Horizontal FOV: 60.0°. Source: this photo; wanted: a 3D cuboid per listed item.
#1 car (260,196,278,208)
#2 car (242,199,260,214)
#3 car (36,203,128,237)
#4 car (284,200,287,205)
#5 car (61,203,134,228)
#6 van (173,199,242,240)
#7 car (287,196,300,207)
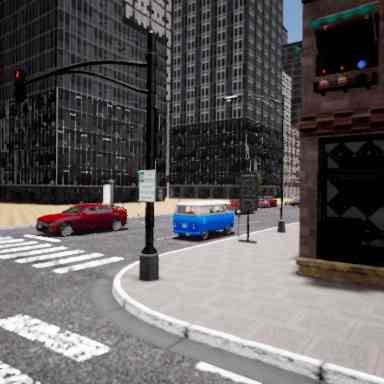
[{"bbox_3d":[9.930,1.285,44.495,1.967,1.590,4.097,1,1,35],"label":"car"},{"bbox_3d":[4.411,1.383,32.262,1.882,1.535,5.008,1,1,35],"label":"car"},{"bbox_3d":[-5.832,1.414,18.096,1.882,1.535,5.008,1,1,38],"label":"car"},{"bbox_3d":[16.245,1.355,53.375,1.752,1.417,4.829,1,1,35],"label":"car"},{"bbox_3d":[-6.104,1.458,21.954,1.947,1.339,4.313,1,1,35],"label":"car"},{"bbox_3d":[0.727,1.363,17.094,1.690,1.788,3.998,1,1,35],"label":"van"},{"bbox_3d":[16.105,1.437,48.538,2.033,1.411,5.357,1,1,35],"label":"car"}]
